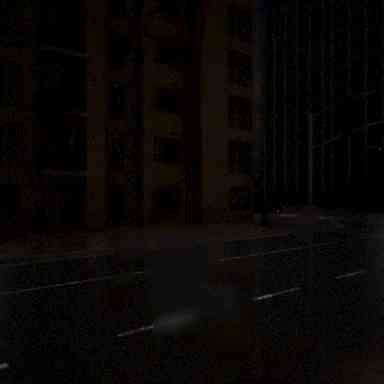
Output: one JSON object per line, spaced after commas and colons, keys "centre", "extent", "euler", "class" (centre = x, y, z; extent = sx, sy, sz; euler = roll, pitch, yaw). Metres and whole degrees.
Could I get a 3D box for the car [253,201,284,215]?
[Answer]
{"centre": [7.209, 1.601, 34.664], "extent": [1.895, 1.301, 4.718], "euler": [0, 0, -35], "class": "car"}
